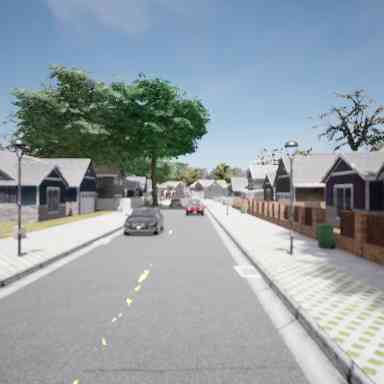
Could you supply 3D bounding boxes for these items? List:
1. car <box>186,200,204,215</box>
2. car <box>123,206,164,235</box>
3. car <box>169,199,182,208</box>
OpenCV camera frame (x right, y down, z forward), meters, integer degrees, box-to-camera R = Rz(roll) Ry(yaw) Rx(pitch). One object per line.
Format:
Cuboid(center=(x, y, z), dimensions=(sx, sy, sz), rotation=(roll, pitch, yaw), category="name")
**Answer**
Cuboid(center=(0.309, 1.793, 35.863), dimensions=(1.895, 1.301, 4.718), rotation=(0, 0, 0), category="car")
Cuboid(center=(-2.731, 1.616, 19.580), dimensions=(1.837, 1.490, 4.892), rotation=(0, -1, 0), category="car")
Cuboid(center=(-2.527, 1.796, 52.389), dimensions=(1.812, 1.442, 4.674), rotation=(0, 0, 0), category="car")
